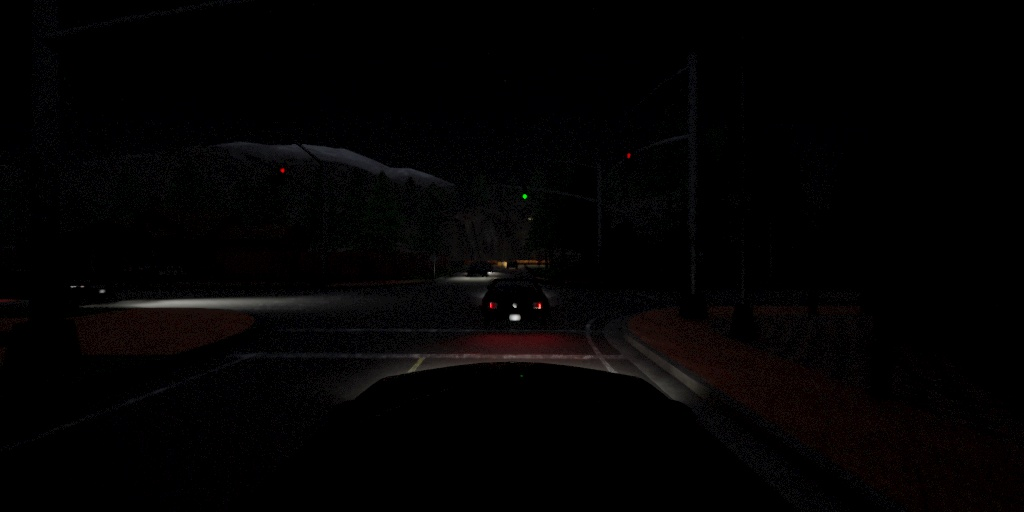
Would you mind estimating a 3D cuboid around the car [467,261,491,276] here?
[{"bbox_3d":[-3.603,1.328,38.257,1.882,1.535,5.008,0,0,0],"label":"car"}]

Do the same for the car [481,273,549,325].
[{"bbox_3d":[0.089,1.378,11.937,1.895,1.301,4.718,0,0,0],"label":"car"}]

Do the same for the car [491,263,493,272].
[{"bbox_3d":[-3.605,1.441,48.236,1.994,1.385,4.181,0,0,0],"label":"car"}]

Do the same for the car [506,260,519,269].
[{"bbox_3d":[0.058,1.401,60.212,2.128,1.511,4.902,0,0,0],"label":"car"}]

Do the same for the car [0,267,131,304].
[{"bbox_3d":[-20.192,1.265,15.476,4.902,1.511,2.128,0,0,-1],"label":"car"}]
